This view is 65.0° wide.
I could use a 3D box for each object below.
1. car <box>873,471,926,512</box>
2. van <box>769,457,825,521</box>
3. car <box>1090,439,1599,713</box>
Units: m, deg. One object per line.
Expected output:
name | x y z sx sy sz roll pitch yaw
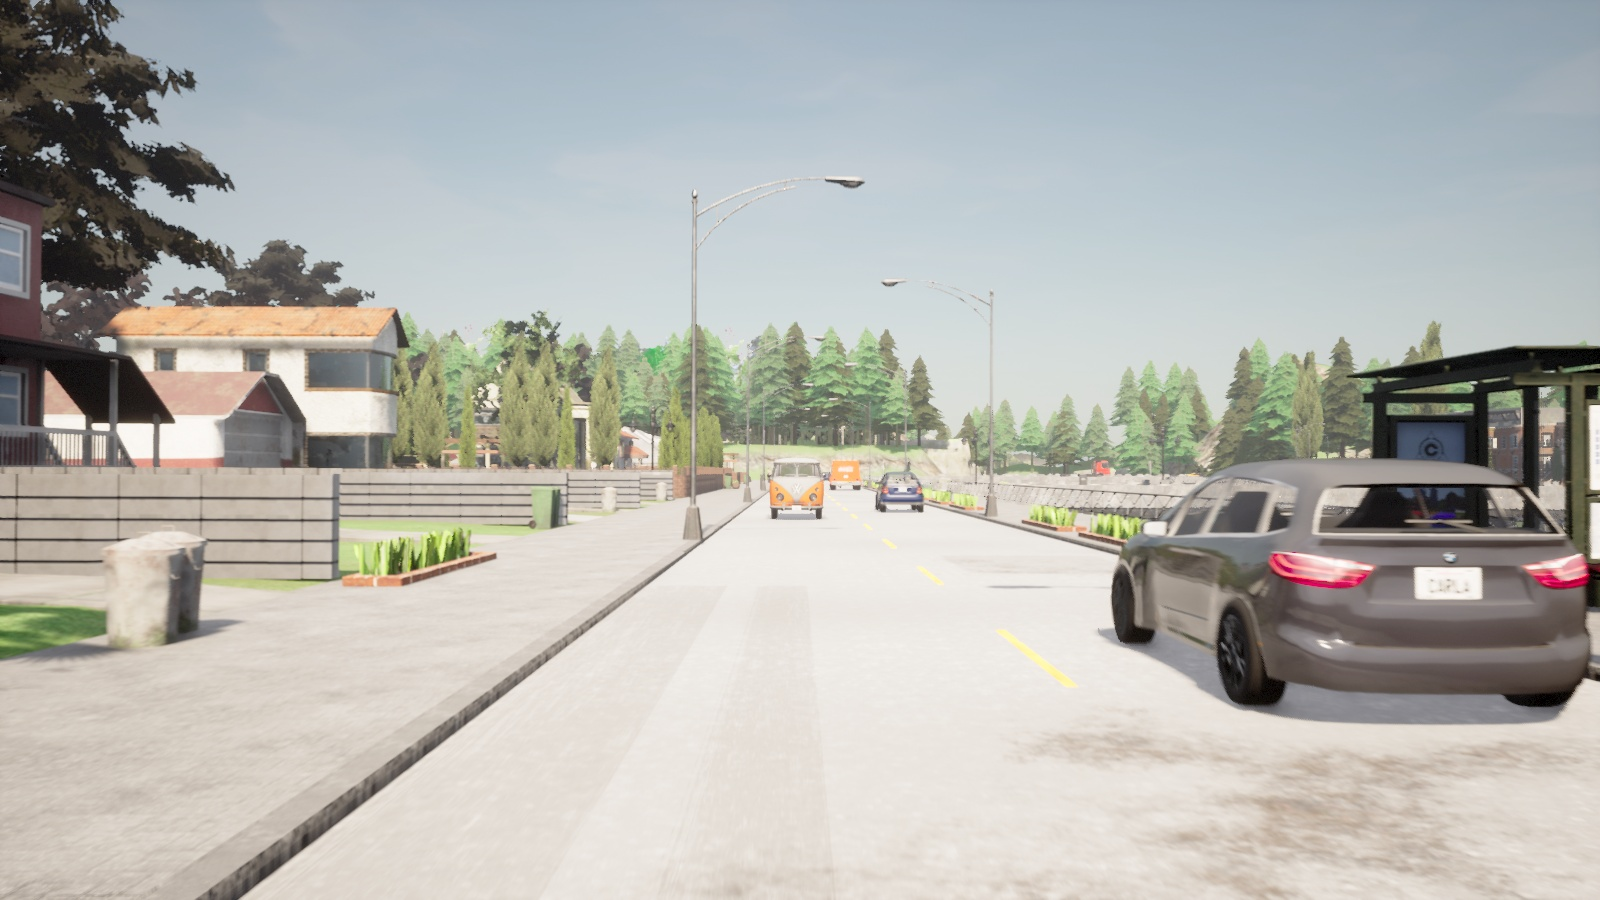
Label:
car | 3.884 1.605 49.416 1.789 1.549 3.705 0 -1 0
van | -0.099 1.263 41.546 1.775 1.987 4.442 0 -1 0
car | 3.976 0.811 10.020 2.242 1.667 4.611 0 -1 0
